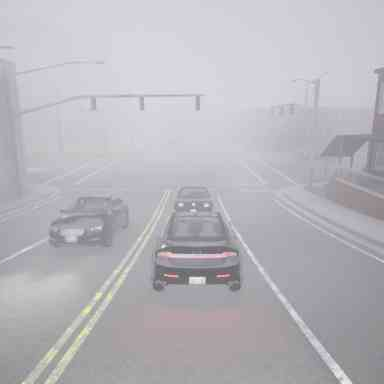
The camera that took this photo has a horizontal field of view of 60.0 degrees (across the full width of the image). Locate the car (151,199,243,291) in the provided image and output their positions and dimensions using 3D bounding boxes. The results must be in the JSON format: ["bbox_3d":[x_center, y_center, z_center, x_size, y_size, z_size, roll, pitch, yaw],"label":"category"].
[{"bbox_3d":[0.099,1.220,8.373,2.128,1.511,4.902,0,4,0],"label":"car"}]

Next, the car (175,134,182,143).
[{"bbox_3d":[-3.498,-11.529,73.335,1.994,1.385,4.181,0,12,0],"label":"car"}]

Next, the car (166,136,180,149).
[{"bbox_3d":[-3.568,-8.512,59.381,1.837,1.490,4.892,0,14,0],"label":"car"}]

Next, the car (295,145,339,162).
[{"bbox_3d":[15.803,-4.739,41.549,4.553,1.767,2.097,0,12,0],"label":"car"}]

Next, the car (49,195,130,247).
[{"bbox_3d":[-3.566,0.910,12.279,2.128,1.511,4.902,0,5,0],"label":"car"}]

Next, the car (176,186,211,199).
[{"bbox_3d":[0.085,0.327,18.079,1.895,1.301,4.718,0,8,0],"label":"car"}]

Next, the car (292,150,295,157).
[{"bbox_3d":[15.970,-5.492,44.966,4.553,1.767,2.097,0,12,0],"label":"car"}]
